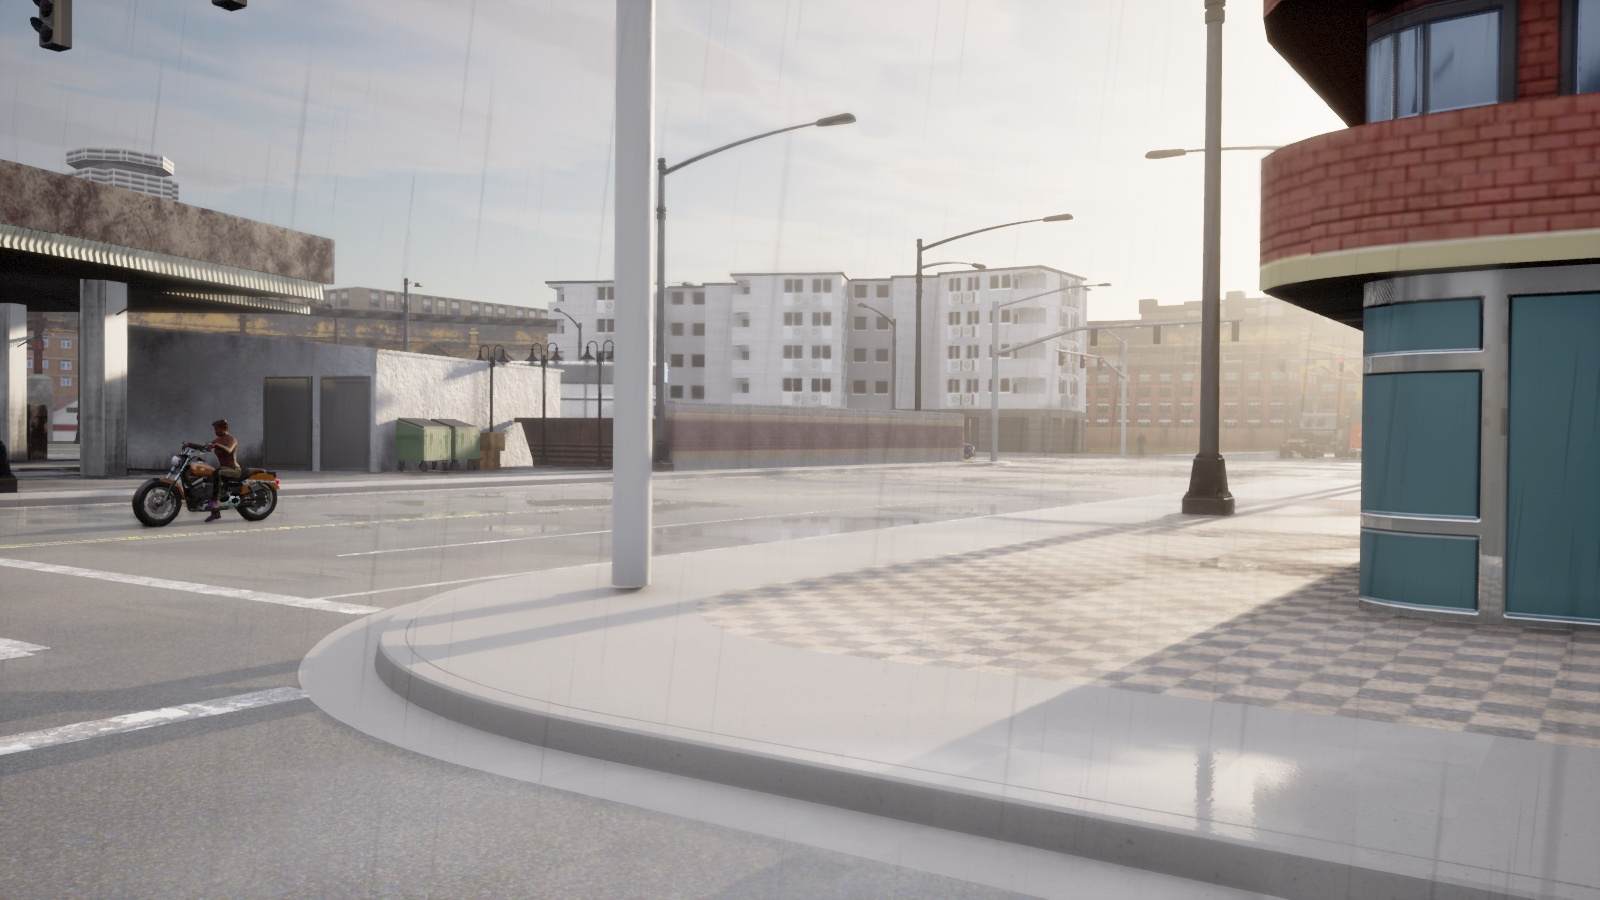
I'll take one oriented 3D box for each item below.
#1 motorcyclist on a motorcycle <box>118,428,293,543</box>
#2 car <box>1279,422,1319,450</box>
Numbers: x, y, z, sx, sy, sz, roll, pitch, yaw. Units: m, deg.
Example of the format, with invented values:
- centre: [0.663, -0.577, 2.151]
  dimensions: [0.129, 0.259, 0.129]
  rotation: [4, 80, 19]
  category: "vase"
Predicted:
- centre: [-9.084, 0.500, 19.299]
  dimensions: [0.766, 1.649, 2.350]
  rotation: [0, 1, 33]
  category: "motorcyclist on a motorcycle"
- centre: [35.025, -0.993, 88.112]
  dimensions: [1.905, 1.878, 3.866]
  rotation: [0, 1, 33]
  category: "car"
